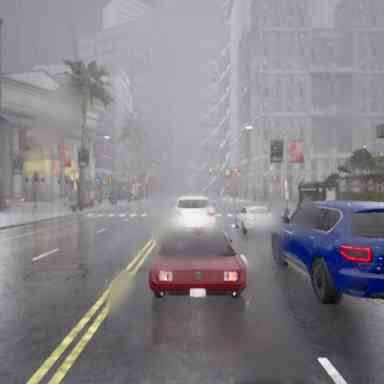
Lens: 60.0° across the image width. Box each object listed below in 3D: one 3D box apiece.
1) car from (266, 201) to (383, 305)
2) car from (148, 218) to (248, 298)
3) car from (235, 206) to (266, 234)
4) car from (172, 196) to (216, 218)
[{"bbox_3d":[3.610,1.215,8.210,2.150,2.045,5.566,0,0,0],"label":"car"},{"bbox_3d":[0.110,1.593,8.440,1.895,1.301,4.718,0,0,0],"label":"car"},{"bbox_3d":[3.592,1.507,19.006,1.812,1.442,4.674,0,0,0],"label":"car"},{"bbox_3d":[0.109,1.204,18.208,2.150,2.045,5.566,0,0,0],"label":"car"}]
